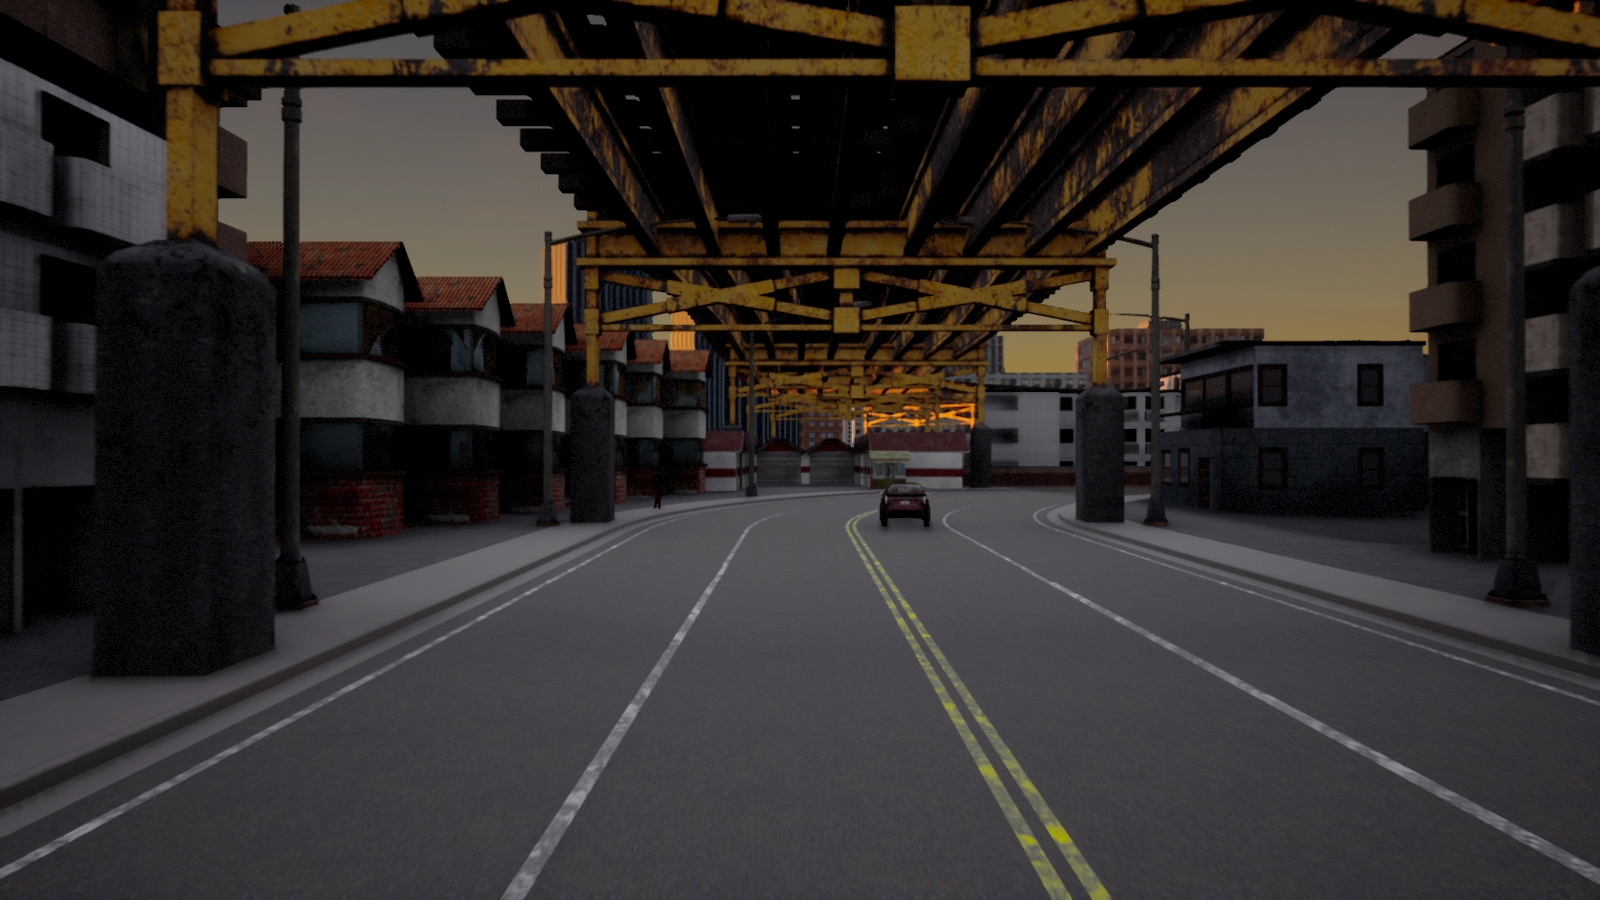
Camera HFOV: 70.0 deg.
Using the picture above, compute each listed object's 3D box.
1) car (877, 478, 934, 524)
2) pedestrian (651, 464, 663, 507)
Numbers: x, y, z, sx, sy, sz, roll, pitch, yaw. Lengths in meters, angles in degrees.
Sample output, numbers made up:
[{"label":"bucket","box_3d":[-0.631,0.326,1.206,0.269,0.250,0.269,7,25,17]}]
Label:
[{"label":"car","box_3d":[3.944,1.858,42.817,2.007,1.525,4.514,0,0,5]},{"label":"pedestrian","box_3d":[-6.195,1.527,49.583,0.375,1.860,0.375,0,-1,22]}]
